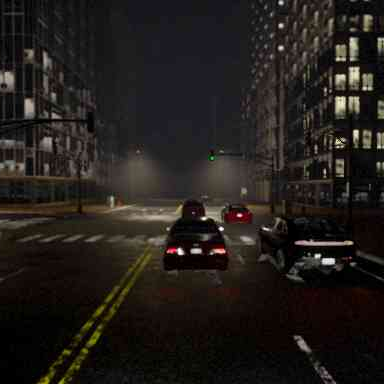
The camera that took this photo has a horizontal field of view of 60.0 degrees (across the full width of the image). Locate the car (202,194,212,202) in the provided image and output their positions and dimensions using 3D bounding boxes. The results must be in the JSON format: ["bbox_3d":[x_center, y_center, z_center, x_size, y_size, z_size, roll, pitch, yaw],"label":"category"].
[{"bbox_3d":[3.255,1.522,71.832,1.895,1.301,4.718,0,0,0],"label":"car"}]

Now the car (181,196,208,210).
[{"bbox_3d":[0.115,1.424,28.290,1.882,1.535,5.008,1,1,0],"label":"car"}]

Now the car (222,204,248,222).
[{"bbox_3d":[3.361,1.584,25.555,1.994,1.385,4.181,1,1,0],"label":"car"}]

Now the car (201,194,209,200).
[{"bbox_3d":[3.255,1.275,81.804,1.812,1.442,4.674,0,0,0],"label":"car"}]

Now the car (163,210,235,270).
[{"bbox_3d":[0.101,1.541,10.917,2.033,1.411,5.357,0,0,0],"label":"car"}]

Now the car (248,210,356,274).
[{"bbox_3d":[3.352,1.486,10.589,2.128,1.511,4.902,0,0,0],"label":"car"}]

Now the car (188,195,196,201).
[{"bbox_3d":[0.005,1.469,83.272,1.994,1.385,4.181,0,0,0],"label":"car"}]
